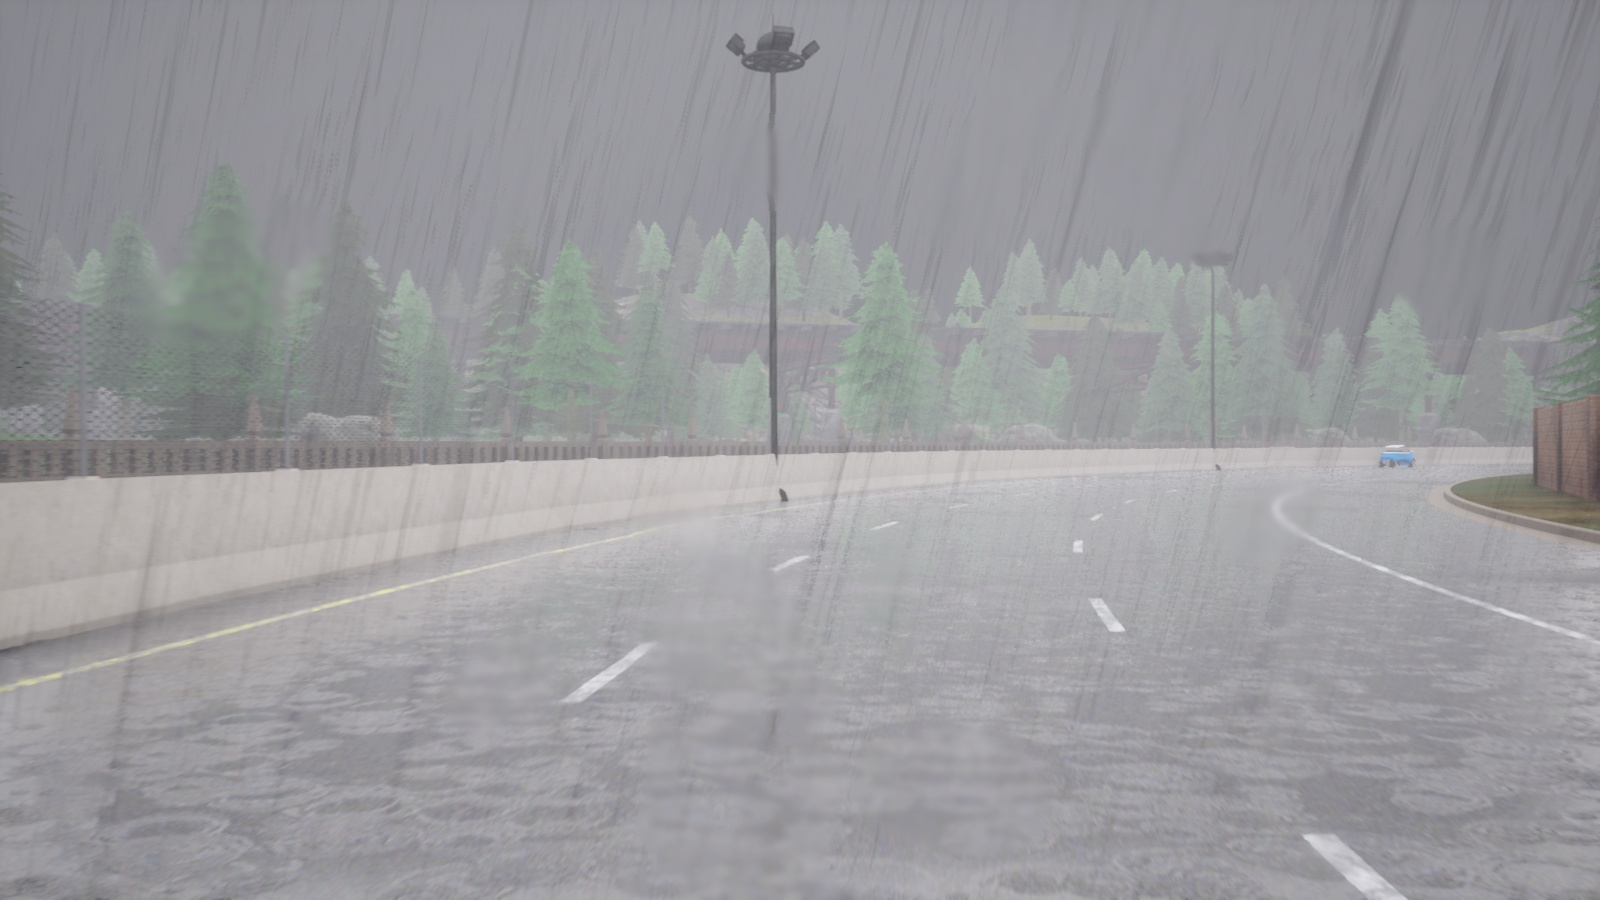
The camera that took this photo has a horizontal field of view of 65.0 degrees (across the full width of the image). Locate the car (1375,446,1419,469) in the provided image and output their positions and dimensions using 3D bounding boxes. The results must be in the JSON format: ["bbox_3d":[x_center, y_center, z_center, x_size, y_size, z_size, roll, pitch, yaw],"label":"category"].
[{"bbox_3d":[35.729,0.427,75.171,2.207,1.376,1.481,0,0,-36],"label":"car"}]
